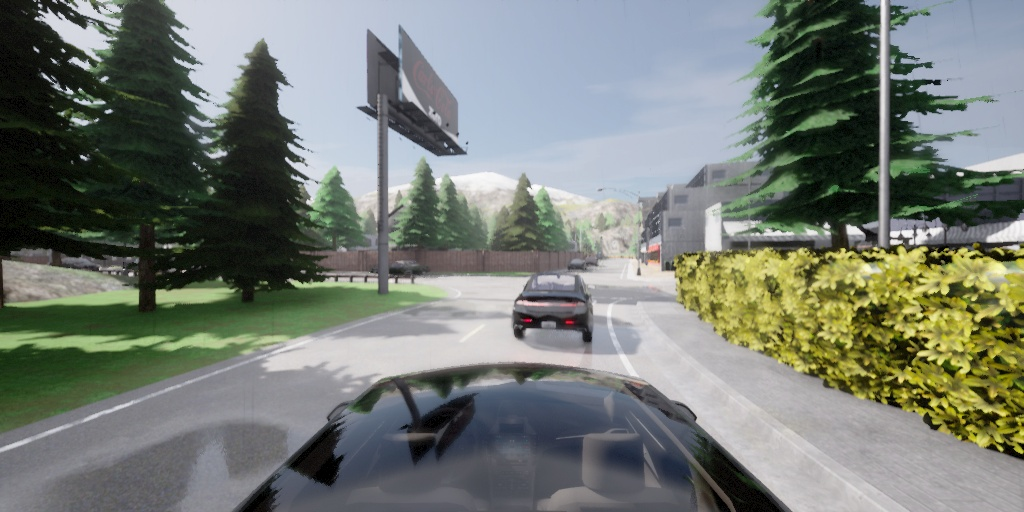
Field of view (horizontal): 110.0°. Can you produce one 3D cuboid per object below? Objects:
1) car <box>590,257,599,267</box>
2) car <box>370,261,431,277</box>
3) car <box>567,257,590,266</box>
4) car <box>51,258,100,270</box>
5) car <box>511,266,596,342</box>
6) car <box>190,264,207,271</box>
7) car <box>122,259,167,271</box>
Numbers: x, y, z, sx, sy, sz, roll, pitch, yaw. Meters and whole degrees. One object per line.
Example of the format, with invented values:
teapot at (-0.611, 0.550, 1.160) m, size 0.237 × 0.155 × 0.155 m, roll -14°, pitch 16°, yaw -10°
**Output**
car at (13.012, 0.877, 59.014) m, size 2.097 × 1.767 × 4.553 m, roll 0°, pitch 0°, yaw 19°
car at (-9.161, 1.068, 29.371) m, size 4.718 × 1.301 × 1.895 m, roll 0°, pitch 0°, yaw 16°
car at (7.965, 1.063, 43.698) m, size 1.882 × 1.535 × 5.008 m, roll 0°, pitch 0°, yaw 18°
car at (-44.161, 0.964, 36.254) m, size 4.892 × 1.490 × 1.837 m, roll 0°, pitch 0°, yaw 17°
car at (1.241, 1.210, 9.811) m, size 2.128 × 1.511 × 4.902 m, roll 0°, pitch 0°, yaw 11°
car at (-24.307, 1.069, 30.023) m, size 4.718 × 1.301 × 1.895 m, roll 0°, pitch 0°, yaw 17°
car at (-39.091, 0.986, 38.407) m, size 5.357 × 1.411 × 2.033 m, roll 0°, pitch 0°, yaw 18°
